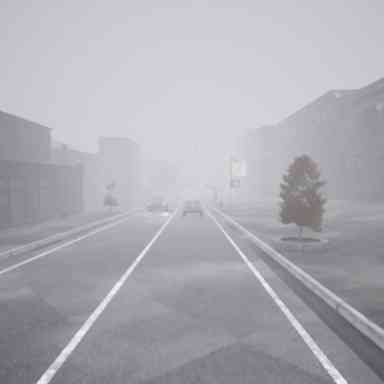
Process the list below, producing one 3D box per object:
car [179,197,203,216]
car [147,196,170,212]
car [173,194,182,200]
[{"bbox_3d":[0.078,1.412,31.087,2.033,1.411,5.357,0,0,0],"label":"car"},{"bbox_3d":[-3.547,1.201,35.668,2.097,1.767,4.553,0,0,0],"label":"car"},{"bbox_3d":[-3.401,1.136,76.859,1.882,1.535,5.008,0,0,0],"label":"car"}]
